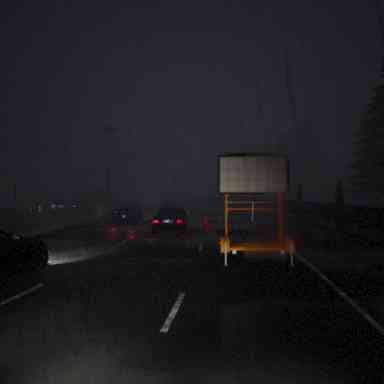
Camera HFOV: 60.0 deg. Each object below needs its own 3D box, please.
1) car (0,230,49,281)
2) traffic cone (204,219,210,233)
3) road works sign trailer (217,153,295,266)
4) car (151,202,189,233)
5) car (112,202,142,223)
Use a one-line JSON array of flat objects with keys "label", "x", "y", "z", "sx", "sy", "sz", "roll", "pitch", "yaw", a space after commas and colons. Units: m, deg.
[{"label": "car", "x": -5.430, "y": 1.563, "z": 8.305, "sx": 1.994, "sy": 1.385, "sz": 4.181, "roll": 0, "pitch": 0, "yaw": 7}, {"label": "traffic cone", "x": 0.828, "y": 1.954, "z": 18.532, "sx": 0.340, "sy": 0.580, "sz": 0.340, "roll": 0, "pitch": 0, "yaw": 2}, {"label": "road works sign trailer", "x": 2.082, "y": 0.464, "z": 11.487, "sx": 2.380, "sy": 3.560, "sz": 2.880, "roll": 0, "pitch": 0, "yaw": 2}, {"label": "car", "x": -1.219, "y": 1.546, "z": 19.448, "sx": 2.033, "sy": 1.411, "sz": 5.357, "roll": 0, "pitch": 0, "yaw": 1}, {"label": "car", "x": -4.922, "y": 1.524, "z": 25.666, "sx": 1.812, "sy": 1.442, "sz": 4.674, "roll": 0, "pitch": 0, "yaw": -3}]
